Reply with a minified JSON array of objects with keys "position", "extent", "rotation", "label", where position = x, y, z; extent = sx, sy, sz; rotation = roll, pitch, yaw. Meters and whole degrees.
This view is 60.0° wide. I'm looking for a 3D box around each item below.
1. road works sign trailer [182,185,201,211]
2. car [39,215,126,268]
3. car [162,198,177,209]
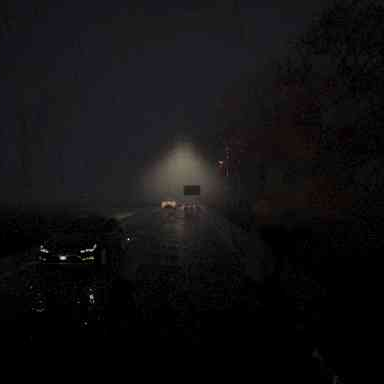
[{"position":[0.001,0.871,46.551],"extent":[2.380,3.560,2.880],"rotation":[0,0,0],"label":"road works sign trailer"},{"position":[-3.602,1.609,11.711],"extent":[1.837,1.490,4.892],"rotation":[0,-1,0],"label":"car"},{"position":[-3.567,1.809,52.490],"extent":[2.097,1.767,4.553],"rotation":[0,0,0],"label":"car"}]
